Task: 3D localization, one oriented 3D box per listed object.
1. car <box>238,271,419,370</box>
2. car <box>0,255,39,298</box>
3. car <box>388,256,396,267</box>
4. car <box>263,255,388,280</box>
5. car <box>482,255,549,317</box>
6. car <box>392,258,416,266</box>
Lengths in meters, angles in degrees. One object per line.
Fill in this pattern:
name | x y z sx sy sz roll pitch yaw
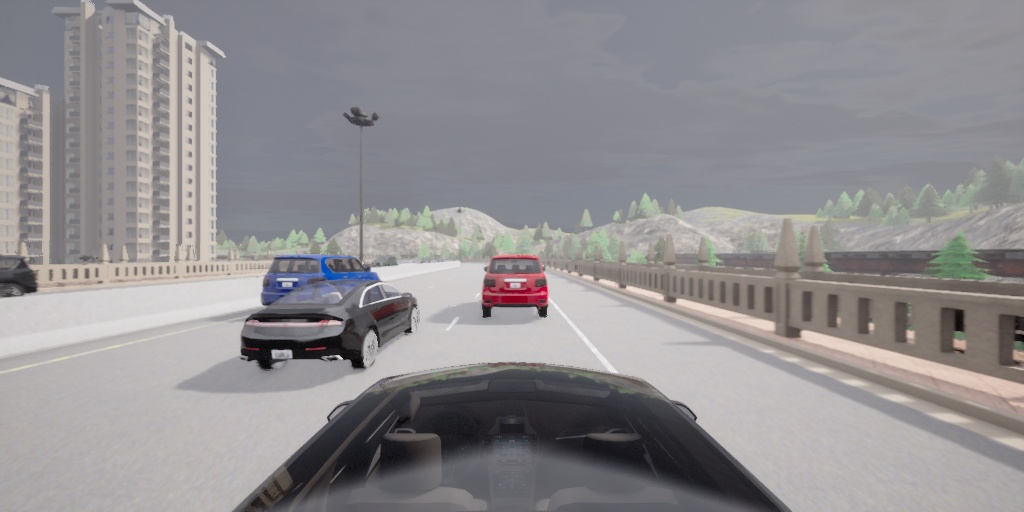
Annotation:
car | -3.401 1.242 7.726 2.128 1.511 4.902 0 0 0
car | -21.101 0.974 12.763 2.150 2.045 5.566 0 0 0
car | -17.572 1.030 49.639 2.150 2.045 5.566 0 0 0
car | -6.901 0.973 13.689 2.150 2.045 5.566 0 0 0
car | 0.099 0.973 13.397 2.150 2.045 5.566 0 0 0
car | -14.078 1.328 48.207 1.812 1.442 4.674 0 0 0
